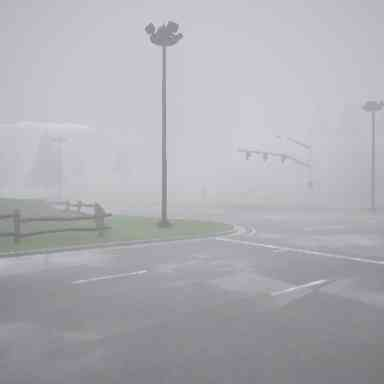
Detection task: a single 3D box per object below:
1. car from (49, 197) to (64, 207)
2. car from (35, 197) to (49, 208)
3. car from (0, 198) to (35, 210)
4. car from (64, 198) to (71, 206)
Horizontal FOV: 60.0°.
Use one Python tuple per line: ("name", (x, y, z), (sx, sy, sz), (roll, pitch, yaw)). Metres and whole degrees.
("car", (-22.689, 1.491, 50.752), (4.902, 1.511, 2.128), (0, 0, 9))
("car", (-23.235, 1.568, 47.295), (4.181, 1.385, 1.994), (0, 0, 9))
("car", (-23.782, 1.529, 43.838), (4.674, 1.442, 1.812), (0, 0, 9))
("car", (-22.142, 1.529, 54.210), (4.674, 1.442, 1.812), (0, 0, 9))
